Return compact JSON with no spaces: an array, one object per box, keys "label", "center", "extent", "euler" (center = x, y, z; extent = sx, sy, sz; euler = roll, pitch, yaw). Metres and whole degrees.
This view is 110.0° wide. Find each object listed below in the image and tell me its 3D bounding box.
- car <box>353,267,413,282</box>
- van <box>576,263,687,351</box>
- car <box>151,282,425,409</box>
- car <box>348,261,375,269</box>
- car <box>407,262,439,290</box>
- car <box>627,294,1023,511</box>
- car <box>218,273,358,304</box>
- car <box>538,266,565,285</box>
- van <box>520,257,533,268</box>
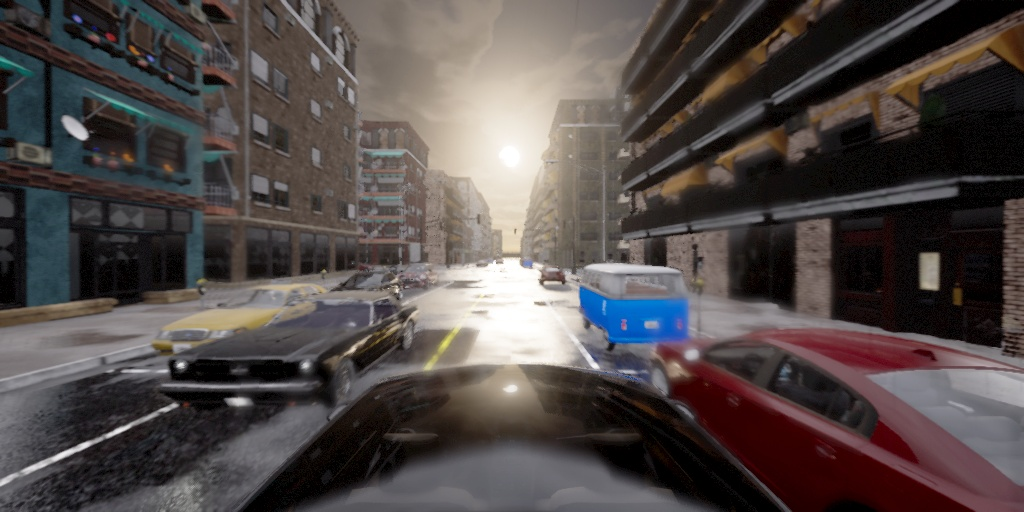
[{"label":"car","center":[-5.691,1.312,14.430],"extent":[1.948,1.339,4.313],"euler":[0,0,0]},{"label":"van","center":[2.690,1.089,8.743],"extent":[1.690,1.789,3.998],"euler":[0,0,0]},{"label":"car","center":[-3.100,1.349,6.278],"extent":[1.895,1.301,4.718],"euler":[0,0,0]},{"label":"car","center":[-17.743,1.235,40.907],"extent":[4.207,1.307,1.802],"euler":[0,0,0]},{"label":"car","center":[-5.734,1.189,21.941],"extent":[1.967,1.591,4.097],"euler":[0,0,0]},{"label":"car","center":[2.690,1.295,3.082],"extent":[1.888,1.381,4.507],"euler":[0,0,0]},{"label":"car","center":[-5.690,1.272,8.599],"extent":[1.751,1.417,4.829],"euler":[0,0,0]},{"label":"car","center":[2.797,1.335,25.723],"extent":[1.802,1.307,4.207],"euler":[0,0,0]},{"label":"van","center":[2.817,1.161,63.623],"extent":[1.690,1.789,3.998],"euler":[0,0,0]}]
